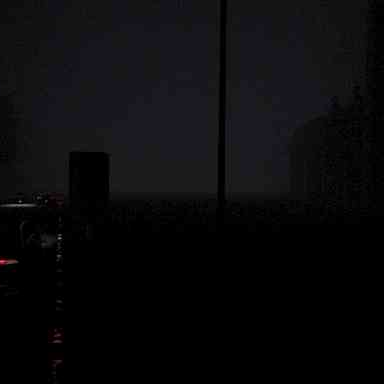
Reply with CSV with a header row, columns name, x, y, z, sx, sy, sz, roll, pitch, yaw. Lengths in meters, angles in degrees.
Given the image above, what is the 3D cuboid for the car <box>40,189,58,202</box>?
name,x,y,z,sx,sy,sz,roll,pitch,yaw
car,-19.503,0.419,45.566,2.128,1.511,4.902,0,1,-22

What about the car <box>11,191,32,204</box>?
name,x,y,z,sx,sy,sz,roll,pitch,yaw
car,-19.917,0.598,39.125,2.033,1.411,5.357,0,1,-22

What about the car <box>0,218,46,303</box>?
name,x,y,z,sx,sy,sz,roll,pitch,yaw
car,-4.433,1.329,7.398,2.128,1.511,4.902,0,1,-22

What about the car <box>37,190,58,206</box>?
name,x,y,z,sx,sy,sz,roll,pitch,yaw
car,-15.667,0.689,35.986,1.812,1.442,4.674,0,1,-21
